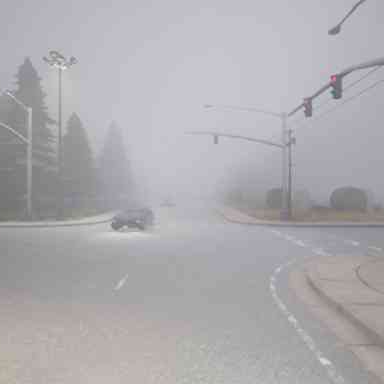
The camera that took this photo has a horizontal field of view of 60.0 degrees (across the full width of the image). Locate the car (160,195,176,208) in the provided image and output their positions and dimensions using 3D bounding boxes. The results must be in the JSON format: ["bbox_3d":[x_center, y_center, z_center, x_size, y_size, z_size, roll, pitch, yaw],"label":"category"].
[{"bbox_3d":[-3.377,1.288,46.459,2.097,1.767,4.553,0,0,0],"label":"car"}]

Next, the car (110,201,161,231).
[{"bbox_3d":[-3.477,1.516,20.742,2.033,1.411,5.357,0,0,3],"label":"car"}]
